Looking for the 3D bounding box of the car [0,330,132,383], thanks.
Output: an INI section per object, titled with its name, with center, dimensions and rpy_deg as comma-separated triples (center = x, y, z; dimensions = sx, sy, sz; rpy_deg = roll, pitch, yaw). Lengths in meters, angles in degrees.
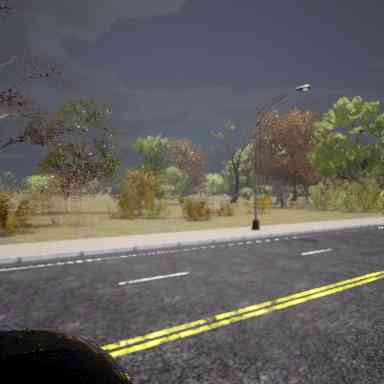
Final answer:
[car]
center = -2.614, 1.493, 1.579
dimensions = 4.892, 1.490, 1.837
rpy_deg = 1, 0, -35
